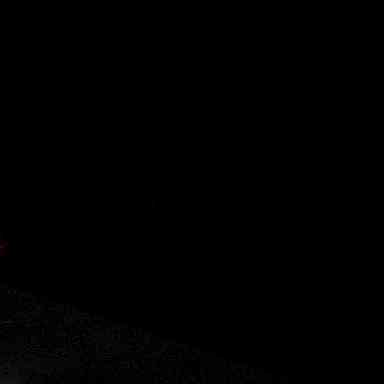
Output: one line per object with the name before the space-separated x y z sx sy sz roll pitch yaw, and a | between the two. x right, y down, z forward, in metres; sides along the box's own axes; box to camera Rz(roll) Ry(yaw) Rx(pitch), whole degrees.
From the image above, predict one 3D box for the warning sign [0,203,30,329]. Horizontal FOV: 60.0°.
warning sign | -3.414 1.116 5.101 1.060 1.860 1.300 0 0 35
